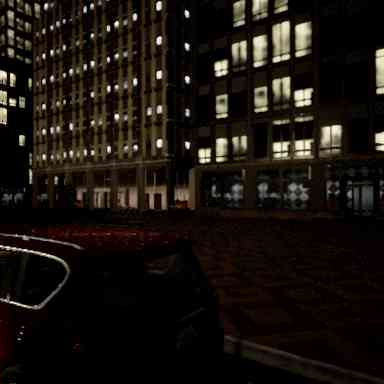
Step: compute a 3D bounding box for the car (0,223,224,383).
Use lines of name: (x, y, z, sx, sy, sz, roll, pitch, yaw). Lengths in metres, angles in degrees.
car: (-1.988, 1.353, 4.285, 5.009, 1.841, 2.192, -1, 0, 35)
